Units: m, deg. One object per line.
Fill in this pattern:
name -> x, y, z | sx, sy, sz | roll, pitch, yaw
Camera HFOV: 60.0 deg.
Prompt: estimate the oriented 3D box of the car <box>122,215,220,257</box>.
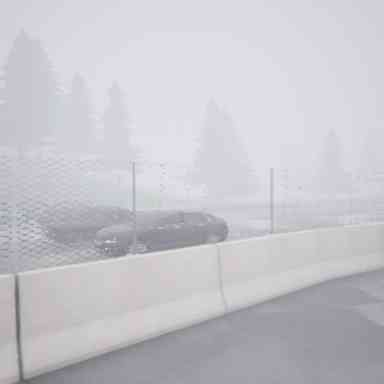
car -> -0.921, 1.365, 11.720 | 4.892, 1.490, 1.837 | -1, 1, -34
